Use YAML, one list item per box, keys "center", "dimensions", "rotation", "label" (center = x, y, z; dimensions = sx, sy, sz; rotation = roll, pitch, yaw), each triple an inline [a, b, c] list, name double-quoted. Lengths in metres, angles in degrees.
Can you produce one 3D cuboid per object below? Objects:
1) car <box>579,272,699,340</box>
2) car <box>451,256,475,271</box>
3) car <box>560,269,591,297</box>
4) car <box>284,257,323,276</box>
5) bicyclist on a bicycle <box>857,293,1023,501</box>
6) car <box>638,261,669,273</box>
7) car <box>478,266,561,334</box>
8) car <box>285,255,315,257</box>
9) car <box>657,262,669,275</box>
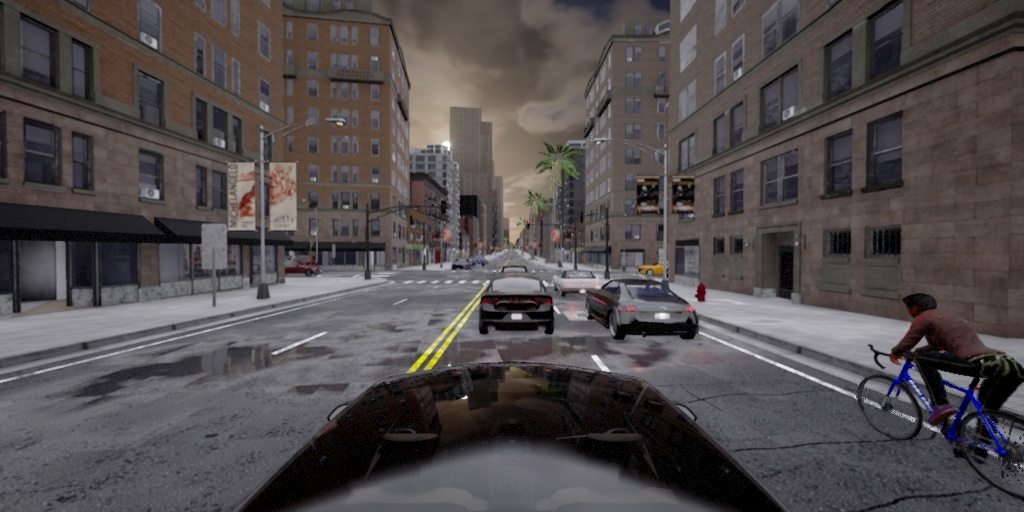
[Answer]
- center: [3.354, 1.309, 10.009]
  dimensions: [1.994, 1.385, 4.181]
  rotation: [0, 0, 0]
  label: "car"
- center: [-6.740, 1.072, 48.163]
  dimensions: [2.097, 1.767, 4.553]
  rotation: [0, 0, 3]
  label: "car"
- center: [3.283, 1.340, 18.823]
  dimensions: [1.895, 1.301, 4.718]
  rotation: [0, 0, 0]
  label: "car"
- center: [-20.392, 1.132, 33.632]
  dimensions: [4.674, 1.442, 1.812]
  rotation: [0, 1, -8]
  label: "car"
- center: [4.149, 1.202, 3.486]
  dimensions: [0.582, 1.620, 1.656]
  rotation: [0, -1, 0]
  label: "bicyclist on a bicycle"
- center: [16.396, 1.322, 39.335]
  dimensions: [5.008, 1.535, 1.882]
  rotation: [0, 1, 0]
  label: "car"
- center: [0.116, 1.222, 10.618]
  dimensions: [1.882, 1.535, 5.008]
  rotation: [0, 0, 0]
  label: "car"
- center: [-23.823, 0.816, 38.962]
  dimensions: [5.009, 1.841, 2.192]
  rotation: [0, 0, -8]
  label: "car"
- center: [16.269, 1.497, 33.392]
  dimensions: [4.313, 1.339, 1.948]
  rotation: [0, 0, 0]
  label: "car"
